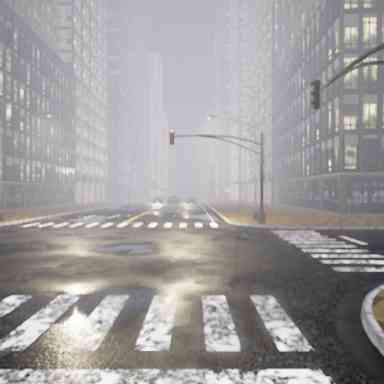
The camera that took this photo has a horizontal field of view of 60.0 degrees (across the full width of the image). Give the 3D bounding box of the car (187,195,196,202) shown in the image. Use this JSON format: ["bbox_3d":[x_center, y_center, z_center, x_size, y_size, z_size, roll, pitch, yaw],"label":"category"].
[{"bbox_3d":[-0.071,1.454,70.956,1.994,1.385,4.181,0,0,0],"label":"car"}]

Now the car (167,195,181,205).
[{"bbox_3d":[-3.311,1.379,60.505,2.097,1.767,4.553,0,0,0],"label":"car"}]

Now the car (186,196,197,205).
[{"bbox_3d":[-0.061,1.629,60.984,1.895,1.301,4.718,0,0,0],"label":"car"}]

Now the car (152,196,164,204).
[{"bbox_3d":[-6.565,1.529,64.699,2.128,1.511,4.902,0,0,0],"label":"car"}]

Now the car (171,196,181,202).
[{"bbox_3d":[-3.321,1.480,70.566,1.895,1.301,4.718,0,0,0],"label":"car"}]
